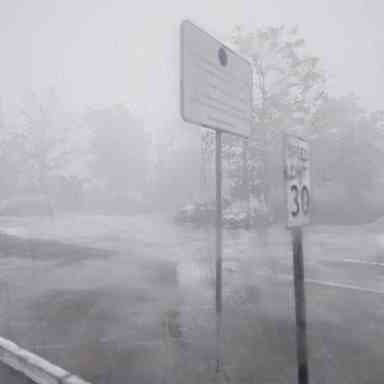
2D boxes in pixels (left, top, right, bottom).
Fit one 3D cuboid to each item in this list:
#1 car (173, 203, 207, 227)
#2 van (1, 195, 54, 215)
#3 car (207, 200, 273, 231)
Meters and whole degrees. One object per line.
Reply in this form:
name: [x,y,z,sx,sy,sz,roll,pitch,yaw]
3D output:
car: [0.614,1.446,22.079,2.002,1.452,4.674,0,0,35]
van: [-16.468,1.252,33.941,1.878,1.987,4.442,-1,-1,35]
car: [3.237,1.290,20.296,2.185,1.767,4.553,0,0,35]
